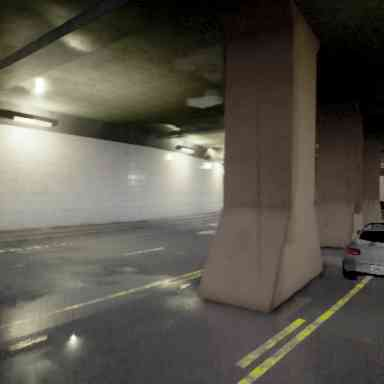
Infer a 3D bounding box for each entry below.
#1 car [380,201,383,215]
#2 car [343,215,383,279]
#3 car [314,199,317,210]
[{"bbox_3d":[18.428,1.742,29.747,2.128,1.511,4.902,1,0,22],"label":"car"},{"bbox_3d":[5.627,1.599,9.403,1.812,1.442,4.674,1,0,37],"label":"car"},{"bbox_3d":[15.177,1.679,42.621,1.837,1.490,4.892,1,0,14],"label":"car"}]
